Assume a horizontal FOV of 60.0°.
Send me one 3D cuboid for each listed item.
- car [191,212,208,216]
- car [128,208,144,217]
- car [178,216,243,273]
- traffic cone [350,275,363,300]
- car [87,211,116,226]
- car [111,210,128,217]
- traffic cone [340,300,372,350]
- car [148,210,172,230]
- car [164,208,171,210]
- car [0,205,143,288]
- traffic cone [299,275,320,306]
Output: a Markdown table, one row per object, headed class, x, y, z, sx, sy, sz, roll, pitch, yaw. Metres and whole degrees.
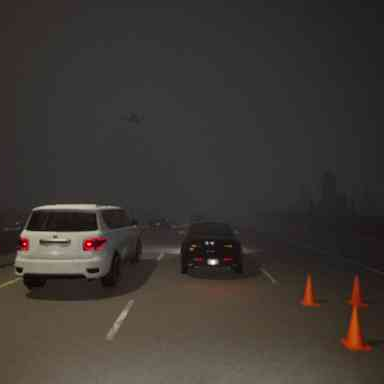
| class | x | y | z | sx | sy | sz | roll | pitch | yaw |
| --- | --- | --- | --- | --- | --- | --- | --- | --- | --- |
| car | 0.700 | 2.611 | 30.955 | 2.128 | 1.511 | 4.902 | 0 | -3 | 0 |
| car | -11.576 | 4.137 | 68.873 | 2.097 | 1.767 | 4.553 | 0 | -3 | 8 |
| car | 0.583 | 1.752 | 11.465 | 1.837 | 1.490 | 4.892 | 0 | -2 | 0 |
| traffic cone | 3.468 | 2.054 | 7.001 | 0.340 | 0.580 | 0.340 | 0 | -2 | 0 |
| car | -9.954 | 2.876 | 37.000 | 1.837 | 1.490 | 4.892 | 0 | -3 | 0 |
| car | -15.069 | 4.410 | 69.233 | 1.895 | 1.301 | 4.718 | 0 | -3 | 8 |
| traffic cone | 2.458 | 2.006 | 5.007 | 0.340 | 0.580 | 0.340 | 0 | -1 | 0 |
| car | -2.806 | 2.593 | 29.923 | 1.812 | 1.442 | 4.674 | 0 | -3 | 0 |
| car | -5.850 | 4.594 | 77.924 | 1.812 | 1.442 | 4.674 | -1 | -3 | 14 |
| car | -2.927 | 1.398 | 9.807 | 2.150 | 2.045 | 5.566 | 0 | -2 | 0 |
| traffic cone | 2.470 | 2.052 | 7.006 | 0.340 | 0.580 | 0.340 | 0 | -2 | 0 |
